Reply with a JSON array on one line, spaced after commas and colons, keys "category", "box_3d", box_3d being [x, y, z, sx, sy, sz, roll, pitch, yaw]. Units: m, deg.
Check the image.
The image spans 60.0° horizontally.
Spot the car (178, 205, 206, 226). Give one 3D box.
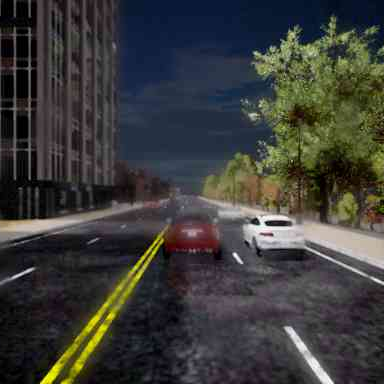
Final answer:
[{"category": "car", "box_3d": [0.021, 1.825, 27.497, 2.033, 1.411, 5.357, 0, -1, 0]}]

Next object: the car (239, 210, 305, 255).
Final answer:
[{"category": "car", "box_3d": [3.280, 1.666, 13.899, 1.812, 1.442, 4.674, 0, 0, 1]}]

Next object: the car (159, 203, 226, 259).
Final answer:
[{"category": "car", "box_3d": [0.026, 1.487, 13.406, 2.097, 1.767, 4.553, 0, -1, 0]}]

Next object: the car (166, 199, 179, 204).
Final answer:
[{"category": "car", "box_3d": [-3.254, 1.931, 57.590, 2.097, 1.767, 4.553, 0, 0, 1]}]

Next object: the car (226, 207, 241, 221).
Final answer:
[{"category": "car", "box_3d": [3.278, 1.885, 28.232, 1.895, 1.301, 4.718, 0, -1, 0]}]

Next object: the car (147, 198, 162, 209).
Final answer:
[{"category": "car", "box_3d": [-6.504, 1.931, 57.591, 2.097, 1.767, 4.553, 0, 0, 1]}]
